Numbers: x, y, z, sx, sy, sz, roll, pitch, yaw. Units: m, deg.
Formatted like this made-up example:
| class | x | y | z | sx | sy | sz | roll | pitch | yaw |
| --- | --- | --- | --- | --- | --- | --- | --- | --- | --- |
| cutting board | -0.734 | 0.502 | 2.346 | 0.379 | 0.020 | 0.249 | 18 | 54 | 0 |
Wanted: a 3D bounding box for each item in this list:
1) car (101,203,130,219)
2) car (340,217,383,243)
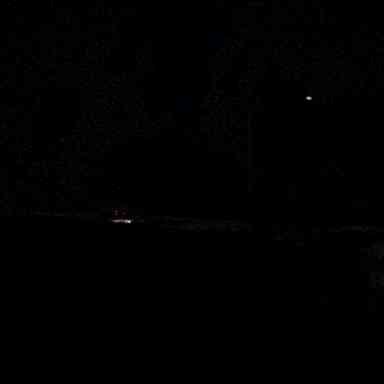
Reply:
| class | x | y | z | sx | sy | sz | roll | pitch | yaw |
| --- | --- | --- | --- | --- | --- | --- | --- | --- | --- |
| car | -10.289 | 2.515 | 44.494 | 2.150 | 2.045 | 5.566 | 0 | -2 | -36 |
| car | 9.912 | 1.906 | 16.199 | 1.895 | 1.301 | 4.718 | 1 | -3 | -36 |
